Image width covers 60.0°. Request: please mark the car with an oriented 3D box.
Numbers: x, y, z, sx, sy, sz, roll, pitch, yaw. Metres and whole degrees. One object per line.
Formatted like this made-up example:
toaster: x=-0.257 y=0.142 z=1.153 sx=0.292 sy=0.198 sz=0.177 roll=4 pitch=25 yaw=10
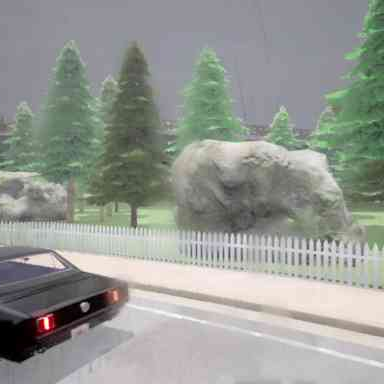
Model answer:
car: x=-3.450 y=1.604 z=5.580 sx=4.718 sy=1.301 sz=1.895 roll=0 pitch=0 yaw=29
